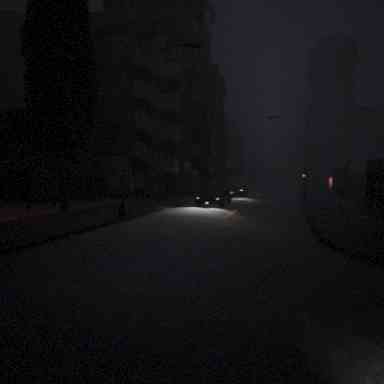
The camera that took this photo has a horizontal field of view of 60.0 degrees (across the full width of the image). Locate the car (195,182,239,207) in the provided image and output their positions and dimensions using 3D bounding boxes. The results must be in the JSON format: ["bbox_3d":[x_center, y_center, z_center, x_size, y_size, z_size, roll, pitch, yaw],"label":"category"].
[{"bbox_3d":[1.752,0.202,24.269,2.033,1.411,5.357,2,3,17],"label":"car"}]

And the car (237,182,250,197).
[{"bbox_3d":[4.663,-0.315,34.148,1.812,1.442,4.674,2,3,17],"label":"car"}]
